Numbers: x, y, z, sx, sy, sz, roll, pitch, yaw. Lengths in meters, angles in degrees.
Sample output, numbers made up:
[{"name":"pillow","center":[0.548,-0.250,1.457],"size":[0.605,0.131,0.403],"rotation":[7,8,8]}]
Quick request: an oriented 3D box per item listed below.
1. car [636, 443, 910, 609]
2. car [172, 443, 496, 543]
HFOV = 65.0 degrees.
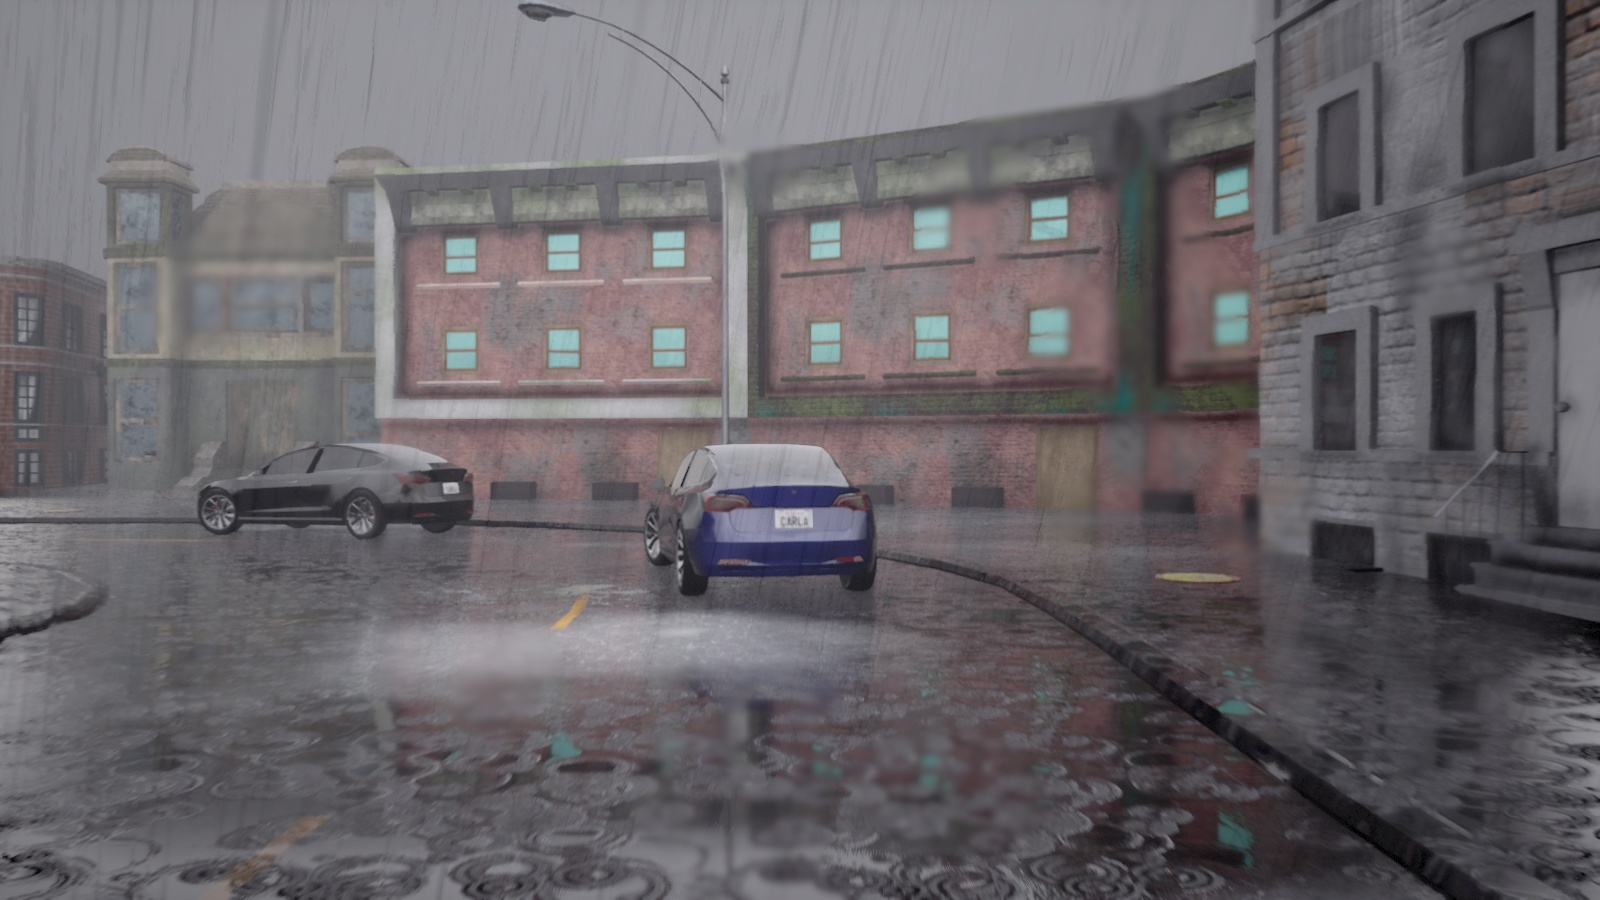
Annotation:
[{"name":"car","center":[-0.527,0.669,13.790],"size":[2.163,1.488,4.792],"rotation":[0,0,-12]},{"name":"car","center":[-7.620,0.626,20.575],"size":[4.792,1.488,2.163],"rotation":[0,0,23]}]
